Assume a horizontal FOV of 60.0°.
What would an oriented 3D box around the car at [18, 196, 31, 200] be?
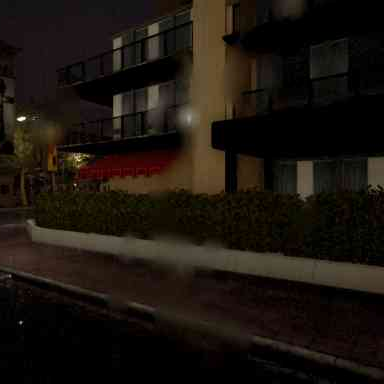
[{"bbox_3d":[-35.664,1.481,67.686,4.892,1.521,2.231,0,0,36],"label":"car"}]
